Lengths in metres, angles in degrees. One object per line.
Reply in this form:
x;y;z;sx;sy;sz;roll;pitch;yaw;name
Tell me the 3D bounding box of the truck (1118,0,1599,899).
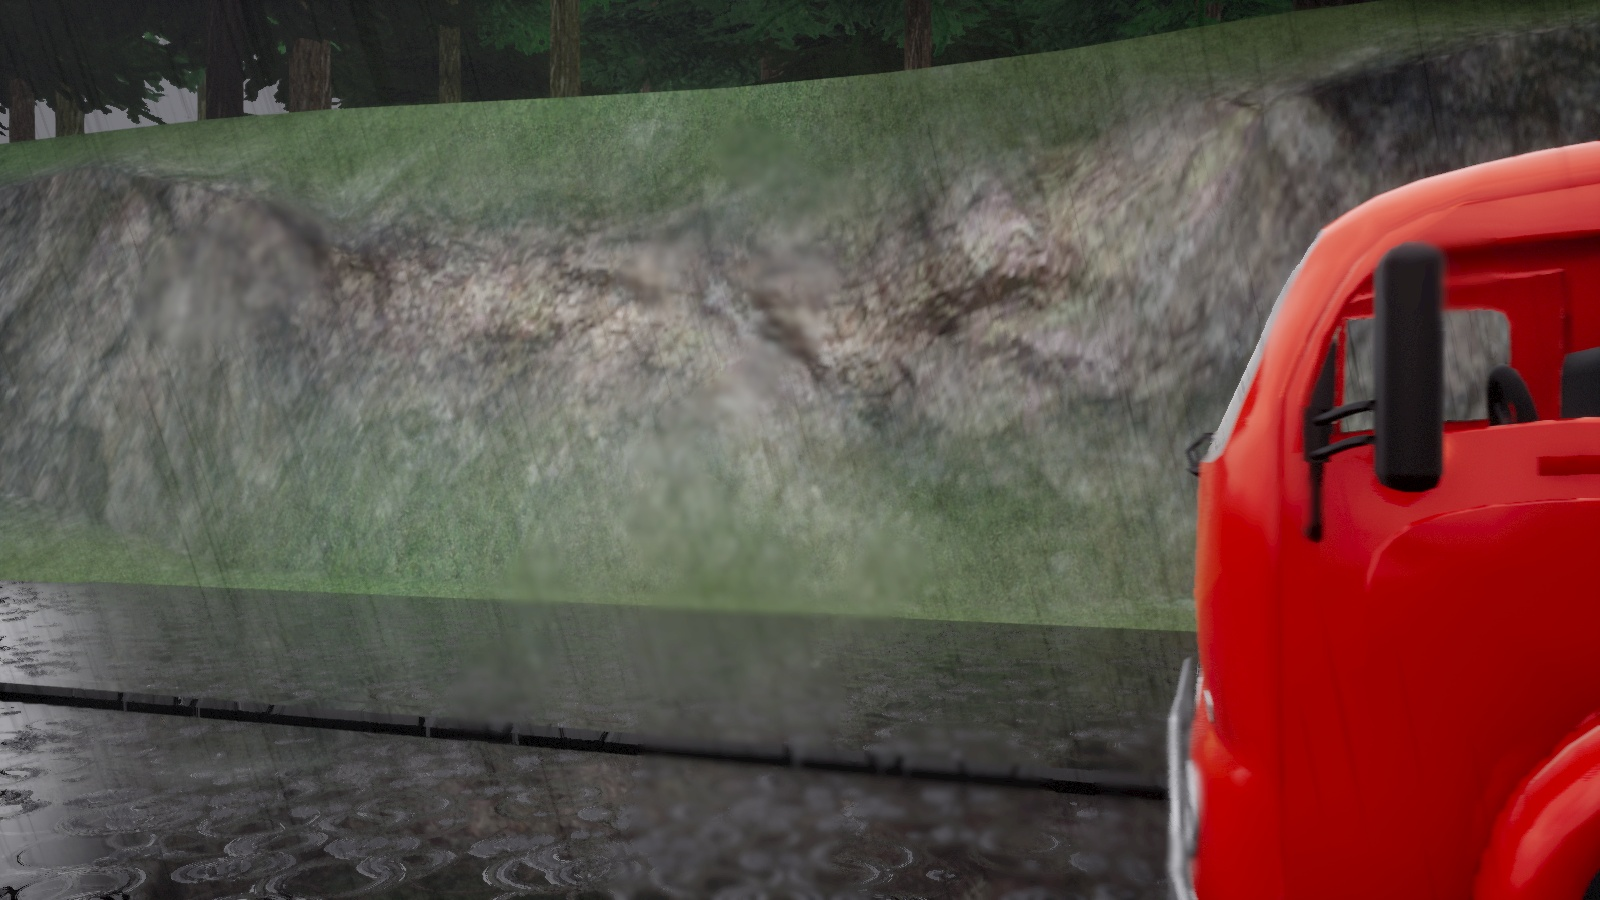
3.443;0.312;2.563;5.204;2.467;2.627;1;1;19;truck
